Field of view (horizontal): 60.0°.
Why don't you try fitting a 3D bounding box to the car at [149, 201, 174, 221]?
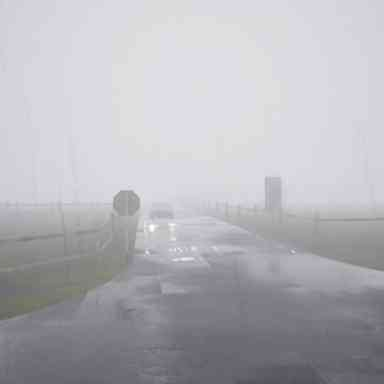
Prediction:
[{"bbox_3d":[-2.625,1.549,28.242,1.882,1.535,5.008,0,0,-8],"label":"car"}]
